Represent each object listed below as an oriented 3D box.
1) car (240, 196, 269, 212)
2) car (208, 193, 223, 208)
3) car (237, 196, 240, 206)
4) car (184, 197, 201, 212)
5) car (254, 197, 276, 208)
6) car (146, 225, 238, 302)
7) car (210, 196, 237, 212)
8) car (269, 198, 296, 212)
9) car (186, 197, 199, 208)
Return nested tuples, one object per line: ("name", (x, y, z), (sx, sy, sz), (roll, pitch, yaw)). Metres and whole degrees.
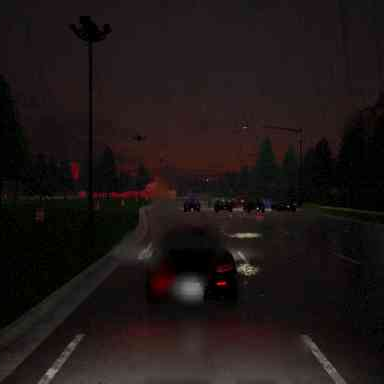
("car", (7.018, 1.505, 37.932), (1.837, 1.490, 4.892), (0, 0, 0))
("car", (3.524, 1.221, 48.380), (2.150, 2.045, 5.566), (0, 0, 0))
("car", (7.023, 1.352, 48.319), (2.097, 1.767, 4.553), (0, 0, 0))
("car", (0.019, 1.601, 38.382), (1.895, 1.301, 4.718), (0, 0, 0))
("car", (10.524, 1.547, 48.347), (2.033, 1.411, 5.357), (0, 0, 0))
("car", (0.004, 1.526, 8.141), (1.812, 1.442, 4.674), (0, 0, 0))
("car", (3.518, 1.492, 37.933), (2.128, 1.511, 4.902), (0, 0, 0))
("car", (10.519, 1.564, 38.346), (1.994, 1.385, 4.181), (0, 0, 0))
("car", (0.024, 1.526, 48.394), (1.812, 1.442, 4.674), (0, 0, 0))
